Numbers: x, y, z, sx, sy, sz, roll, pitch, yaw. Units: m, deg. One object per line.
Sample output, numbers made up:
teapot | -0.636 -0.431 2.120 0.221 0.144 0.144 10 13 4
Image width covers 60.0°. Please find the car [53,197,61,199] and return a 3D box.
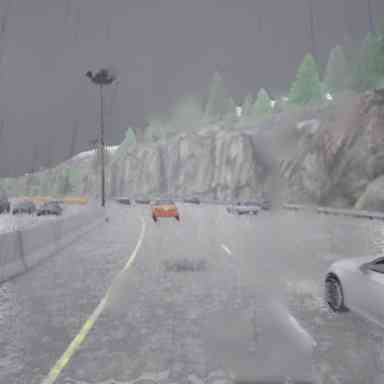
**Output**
car | -28.688 1.878 70.641 1.882 1.535 5.008 -1 0 -29

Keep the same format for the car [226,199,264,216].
car | 4.755 1.534 31.583 1.895 1.301 4.718 -1 0 -12

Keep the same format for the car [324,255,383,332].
car | 3.561 1.473 4.627 1.812 1.442 4.674 -1 0 -2

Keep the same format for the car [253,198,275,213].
car | 7.035 1.391 35.382 2.128 1.511 4.902 -1 0 -13

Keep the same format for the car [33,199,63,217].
car | -14.523 1.787 34.110 1.994 1.385 4.181 -1 0 -13

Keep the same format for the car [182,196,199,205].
car | -0.275 1.518 59.935 1.837 1.490 4.892 1 -1 -22

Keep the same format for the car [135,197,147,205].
car | -9.550 1.644 63.780 2.128 1.511 4.902 -1 0 -24

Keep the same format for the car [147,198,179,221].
car | -2.431 1.393 28.385 2.097 1.767 4.553 -1 0 -10

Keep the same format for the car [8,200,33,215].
car | -19.148 1.797 38.102 1.837 1.490 4.892 -1 0 -15

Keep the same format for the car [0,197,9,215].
car | -23.125 1.573 39.340 2.150 2.045 5.566 -1 0 -16

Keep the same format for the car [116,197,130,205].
car | -13.260 1.686 63.502 1.882 1.535 5.008 0 0 -25
